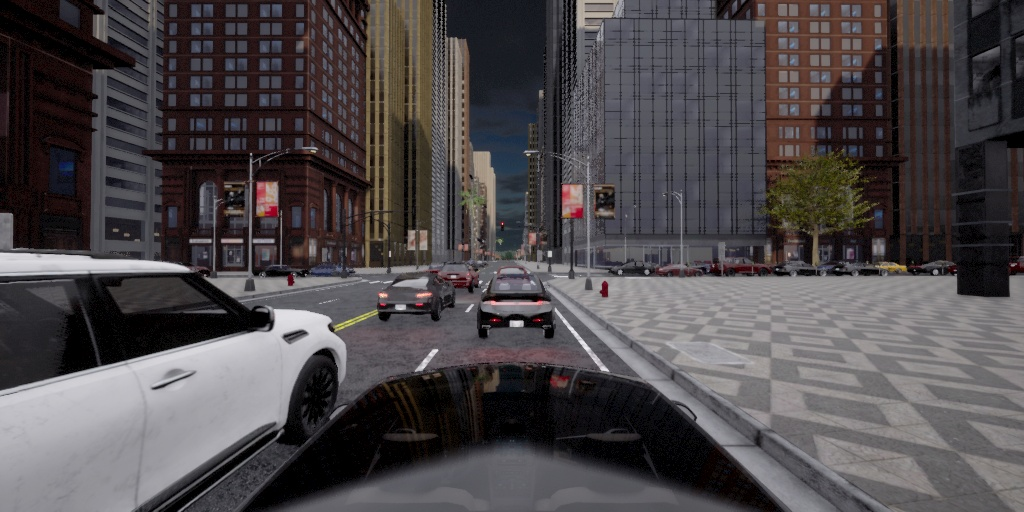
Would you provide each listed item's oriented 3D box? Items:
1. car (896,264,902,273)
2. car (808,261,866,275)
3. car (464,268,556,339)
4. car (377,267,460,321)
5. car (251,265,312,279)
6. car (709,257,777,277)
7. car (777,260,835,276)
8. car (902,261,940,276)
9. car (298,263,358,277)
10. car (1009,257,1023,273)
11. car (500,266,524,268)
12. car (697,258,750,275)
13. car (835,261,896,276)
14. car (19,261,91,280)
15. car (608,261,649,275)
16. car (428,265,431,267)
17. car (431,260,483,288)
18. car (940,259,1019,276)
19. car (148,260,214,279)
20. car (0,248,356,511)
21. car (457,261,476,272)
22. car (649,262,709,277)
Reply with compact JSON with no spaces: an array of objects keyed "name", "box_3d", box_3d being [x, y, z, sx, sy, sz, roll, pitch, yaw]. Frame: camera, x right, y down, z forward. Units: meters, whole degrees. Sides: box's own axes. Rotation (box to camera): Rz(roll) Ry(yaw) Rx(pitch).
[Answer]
[{"name":"car","box_3d":[43.211,1.294,41.936,4.829,1.417,1.751,0,0,-1]},{"name":"car","box_3d":[35.345,1.279,39.051,4.674,1.442,1.812,0,-1,-1]},{"name":"car","box_3d":[0.099,1.248,10.124,2.128,1.511,4.902,0,0,0]},{"name":"car","box_3d":[-3.149,1.287,12.437,1.812,1.442,4.674,0,0,0]},{"name":"car","box_3d":[-22.397,1.526,35.011,4.718,1.301,1.895,0,-1,-3]},{"name":"car","box_3d":[20.957,1.040,33.067,5.009,1.841,2.192,0,0,-1]},{"name":"car","box_3d":[26.594,1.274,33.154,4.313,1.339,1.948,0,0,-1]},{"name":"car","box_3d":[42.856,1.204,36.031,4.892,1.490,1.837,0,-1,-1]},{"name":"car","box_3d":[-19.215,1.490,37.592,5.357,1.411,2.033,0,-1,8]},{"name":"car","box_3d":[49.145,0.971,33.502,5.009,1.841,2.192,0,0,-1]},{"name":"car","box_3d":[0.001,1.259,19.625,1.882,1.535,5.008,0,0,0]},{"name":"car","box_3d":[22.878,1.140,38.873,4.553,1.767,2.097,0,-1,-1]},{"name":"car","box_3d":[32.231,1.258,33.241,4.313,1.339,1.948,0,0,-1]},{"name":"car","box_3d":[-44.609,1.380,35.073,4.553,1.767,2.097,0,-1,3]},{"name":"car","box_3d":[12.851,1.326,38.718,4.892,1.490,1.837,0,-1,-1]},{"name":"car","box_3d":[-6.604,1.428,30.974,1.895,1.301,4.718,0,0,0]},{"name":"car","box_3d":[-3.148,1.141,21.417,2.097,1.767,4.553,0,0,0]},{"name":"car","box_3d":[43.507,1.212,33.416,4.507,1.381,1.888,0,0,-1]},{"name":"car","box_3d":[-32.215,1.322,35.023,4.553,1.767,2.097,0,-1,0]},{"name":"car","box_3d":[-3.150,0.973,2.133,2.150,2.045,5.566,0,0,0]},{"name":"car","box_3d":[-6.593,1.462,52.464,2.128,1.511,4.902,0,0,0]},{"name":"car","box_3d":[15.318,1.326,32.980,4.207,1.307,1.802,0,0,-1]}]
